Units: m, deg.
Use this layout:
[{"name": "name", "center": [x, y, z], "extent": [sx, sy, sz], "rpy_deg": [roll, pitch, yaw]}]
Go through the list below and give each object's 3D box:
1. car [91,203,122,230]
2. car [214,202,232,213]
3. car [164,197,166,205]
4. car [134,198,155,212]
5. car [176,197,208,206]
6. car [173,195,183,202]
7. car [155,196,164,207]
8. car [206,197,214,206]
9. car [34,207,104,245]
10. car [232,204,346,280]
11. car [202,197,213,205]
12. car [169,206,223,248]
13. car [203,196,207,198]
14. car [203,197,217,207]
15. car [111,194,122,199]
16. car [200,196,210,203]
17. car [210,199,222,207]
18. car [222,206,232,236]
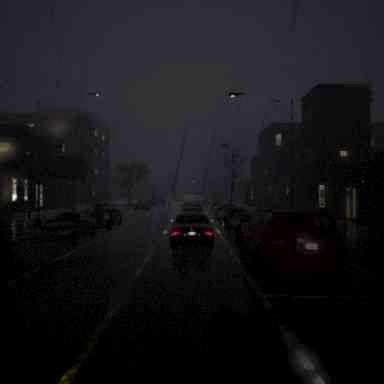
[{"name": "car", "center": [-5.682, 1.444, 20.969], "extent": [1.967, 1.590, 4.097], "rpy_deg": [1, 0, 0]}, {"name": "car", "center": [2.697, 1.570, 20.967], "extent": [1.947, 1.339, 4.313], "rpy_deg": [1, 0, 0]}, {"name": "car", "center": [-5.812, 1.468, 61.098], "extent": [1.967, 1.590, 4.097], "rpy_deg": [0, 0, 0]}, {"name": "car", "center": [-5.752, 1.538, 39.043], "extent": [1.752, 1.417, 4.829], "rpy_deg": [1, 0, 0]}, {"name": "car", "center": [0.000, 1.504, 29.652], "extent": [2.128, 1.511, 4.902], "rpy_deg": [0, 0, 0]}, {"name": "car", "center": [-3.000, 1.358, 73.541], "extent": [2.097, 1.767, 4.553], "rpy_deg": [0, 0, 0]}, {"name": "car", "center": [-5.806, 1.571, 50.279], "extent": [2.008, 1.369, 4.403], "rpy_deg": [1, 0, 0]}, {"name": "car", "center": [2.758, 1.537, 37.431], "extent": [1.752, 1.417, 4.829], "rpy_deg": [0, 0, 0]}, {"name": "car", "center": [-5.684, 1.584, 15.436], "extent": [1.802, 1.307, 4.206], "rpy_deg": [1, 0, 0]}, {"name": "car", "center": [2.699, 1.315, 9.902], "extent": [2.192, 1.841, 5.009], "rpy_deg": [1, 0, 0]}, {"name": "car", "center": [2.827, 1.611, 62.198], "extent": [1.802, 1.307, 4.206], "rpy_deg": [0, 0, 0]}, {"name": "car", "center": [0.000, 1.566, 14.651], "extent": [2.033, 1.411, 5.357], "rpy_deg": [0, 0, 0]}, {"name": "car", "center": [2.798, 1.567, 45.652], "extent": [2.008, 1.369, 4.403], "rpy_deg": [0, 0, 0]}, {"name": "car", "center": [2.827, 1.588, 53.197], "extent": [1.947, 1.339, 4.313], "rpy_deg": [0, 0, 0]}, {"name": "car", "center": [-19.997, 1.212, 84.537], "extent": [4.507, 1.381, 1.887], "rpy_deg": [1, -2, -1]}, {"name": "car", "center": [2.826, 1.582, 71.200], "extent": [1.887, 1.381, 4.507], "rpy_deg": [0, 0, 0]}, {"name": "car", "center": [2.704, 1.551, 26.194], "extent": [1.887, 1.381, 4.507], "rpy_deg": [0, 0, 0]}, {"name": "car", "center": [2.697, 1.568, 15.434], "extent": [1.947, 1.339, 4.313], "rpy_deg": [1, 0, 0]}]
